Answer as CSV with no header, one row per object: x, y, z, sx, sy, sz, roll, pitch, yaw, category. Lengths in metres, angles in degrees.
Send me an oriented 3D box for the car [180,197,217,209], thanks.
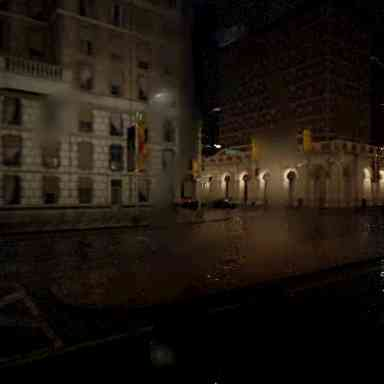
0.804,1.707,45.776,1.895,1.301,4.718,0,0,-36,car

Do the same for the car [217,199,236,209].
4.283,1.685,46.941,1.994,1.385,4.181,0,0,-36,car

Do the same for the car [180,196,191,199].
-0.657,1.471,53.857,2.097,1.767,4.553,0,0,-35,car
